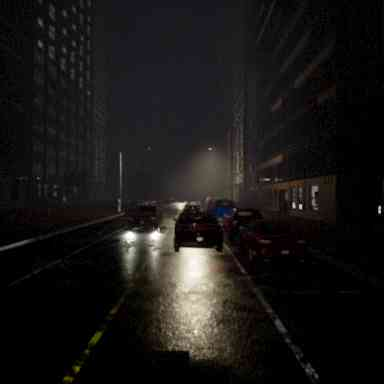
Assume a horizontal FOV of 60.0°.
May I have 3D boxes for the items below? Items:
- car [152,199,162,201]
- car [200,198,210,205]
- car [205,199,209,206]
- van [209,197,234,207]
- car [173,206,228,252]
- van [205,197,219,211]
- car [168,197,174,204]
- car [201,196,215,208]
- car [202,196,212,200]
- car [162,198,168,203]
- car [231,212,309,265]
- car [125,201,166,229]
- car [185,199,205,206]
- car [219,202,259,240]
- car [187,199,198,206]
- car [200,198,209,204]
[{"bbox_3d":[-5.691,1.837,45.653,2.008,1.369,4.403,1,0,0],"label":"car"},{"bbox_3d":[2.684,2.004,68.245,1.802,1.307,4.206,1,0,0],"label":"car"},{"bbox_3d":[2.691,1.769,34.397,2.008,1.369,4.403,1,0,0],"label":"car"},{"bbox_3d":[2.694,1.524,28.757,1.690,1.788,3.998,1,0,0],"label":"van"},{"bbox_3d":[0.190,1.571,14.503,1.882,1.535,5.008,0,0,-2],"label":"car"},{"bbox_3d":[2.691,1.628,45.682,1.690,1.788,3.998,1,0,0],"label":"van"},{"bbox_3d":[-5.697,2.007,73.866,2.008,1.369,4.403,1,0,0],"label":"car"},{"bbox_3d":[2.690,1.670,56.964,2.192,1.841,5.009,1,0,0],"label":"car"},{"bbox_3d":[2.692,1.568,40.040,2.192,1.841,5.009,1,0,0],"label":"car"},{"bbox_3d":[-5.694,1.906,56.938,2.008,1.369,4.403,1,0,0],"label":"car"},{"bbox_3d":[2.695,1.621,11.832,1.887,1.381,4.507,0,0,0],"label":"car"},{"bbox_3d":[-3.105,1.625,23.016,1.882,1.535,5.008,0,0,0],"label":"car"},{"bbox_3d":[0.094,1.794,39.024,2.033,1.411,5.357,0,0,0],"label":"car"},{"bbox_3d":[2.695,1.552,17.474,1.967,1.590,4.097,0,0,0],"label":"car"},{"bbox_3d":[0.089,1.993,63.184,1.895,1.301,4.718,0,0,0],"label":"car"},{"bbox_3d":[2.684,1.982,74.057,1.752,1.417,4.829,1,0,0],"label":"car"}]
